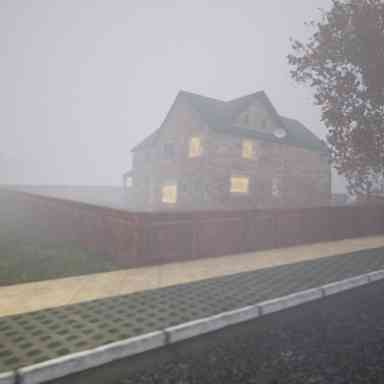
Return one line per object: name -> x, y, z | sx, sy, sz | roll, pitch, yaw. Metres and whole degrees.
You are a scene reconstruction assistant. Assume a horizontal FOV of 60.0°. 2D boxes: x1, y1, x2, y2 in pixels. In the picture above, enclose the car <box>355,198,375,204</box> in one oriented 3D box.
car -> 21.102, 1.050, 38.811 | 2.033, 1.411, 5.357 | 2, 2, -4
